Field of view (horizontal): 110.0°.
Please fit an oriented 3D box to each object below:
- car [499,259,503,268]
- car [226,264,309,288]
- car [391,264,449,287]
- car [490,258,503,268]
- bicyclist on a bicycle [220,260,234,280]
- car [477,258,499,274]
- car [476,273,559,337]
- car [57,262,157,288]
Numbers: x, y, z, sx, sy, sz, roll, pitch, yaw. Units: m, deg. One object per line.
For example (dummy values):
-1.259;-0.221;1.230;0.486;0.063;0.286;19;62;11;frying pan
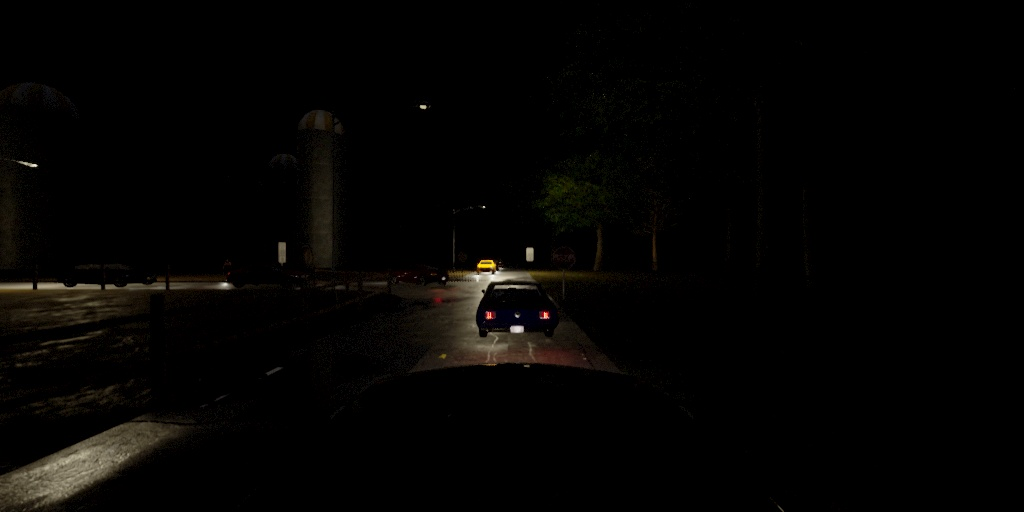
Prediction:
-2.823;1.280;50.340;2.128;1.511;4.902;0;0;0;car
-15.495;1.225;22.844;4.674;1.442;1.812;0;0;-2;car
-6.232;1.241;23.974;4.674;1.442;1.812;0;0;34;car
-2.767;1.213;63.448;2.097;1.767;4.553;0;0;1;car
-22.734;1.116;28.723;0.582;1.620;1.656;0;0;0;bicyclist on a bicycle
-2.836;1.230;40.313;1.882;1.535;5.008;0;0;0;car
0.060;1.344;10.201;1.895;1.301;4.718;0;0;-2;car
-25.541;1.153;22.726;5.008;1.535;1.882;0;0;0;car
